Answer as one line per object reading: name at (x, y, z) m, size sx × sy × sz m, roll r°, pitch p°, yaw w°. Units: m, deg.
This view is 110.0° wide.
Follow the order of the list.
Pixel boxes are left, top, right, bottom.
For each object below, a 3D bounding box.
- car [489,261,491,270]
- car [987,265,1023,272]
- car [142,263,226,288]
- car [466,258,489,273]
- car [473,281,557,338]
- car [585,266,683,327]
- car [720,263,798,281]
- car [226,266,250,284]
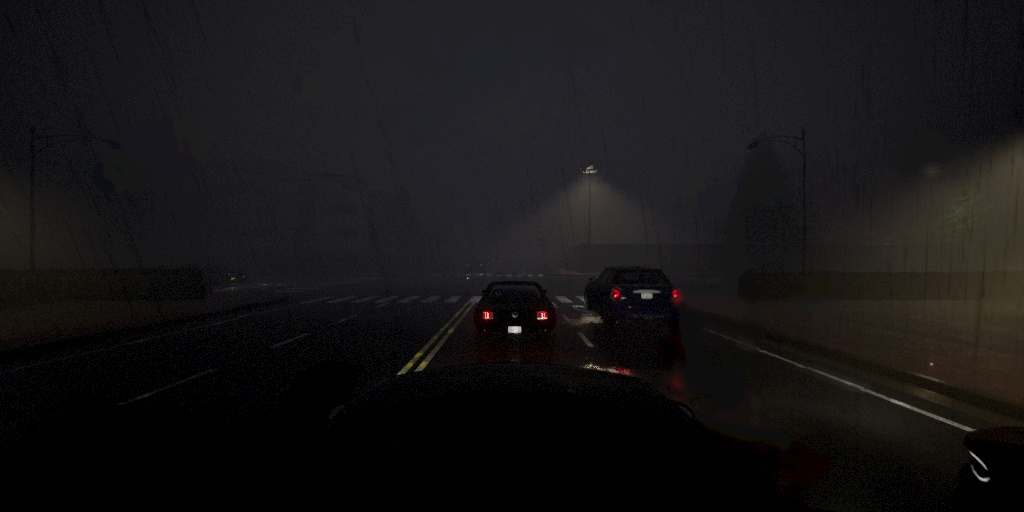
car at (-4.257, 1.085, 53.519) m, size 2.097 × 1.767 × 4.553 m, roll 0°, pitch 0°, yaw 0°
car at (40.661, 1.351, 28.195) m, size 4.718 × 1.301 × 1.895 m, roll 0°, pitch 0°, yaw 2°
car at (-20.275, 1.276, 21.377) m, size 4.674 × 1.442 × 1.812 m, roll 0°, pitch 0°, yaw 0°
car at (-4.290, 1.085, 43.244) m, size 2.097 × 1.767 × 4.553 m, roll 0°, pitch 0°, yaw 1°
car at (0.063, 1.351, 10.206) m, size 1.895 × 1.301 × 4.718 m, roll 0°, pitch 0°, yaw 0°
car at (3.724, 1.101, 11.732) m, size 2.097 × 1.767 × 4.553 m, roll 0°, pitch 0°, yaw 3°
car at (19.643, 1.297, 28.460) m, size 5.357 × 1.411 × 2.033 m, roll 0°, pitch 0°, yaw 0°
car at (-20.977, 1.255, 24.878) m, size 4.892 × 1.490 × 1.837 m, roll 0°, pitch 0°, yaw 0°
